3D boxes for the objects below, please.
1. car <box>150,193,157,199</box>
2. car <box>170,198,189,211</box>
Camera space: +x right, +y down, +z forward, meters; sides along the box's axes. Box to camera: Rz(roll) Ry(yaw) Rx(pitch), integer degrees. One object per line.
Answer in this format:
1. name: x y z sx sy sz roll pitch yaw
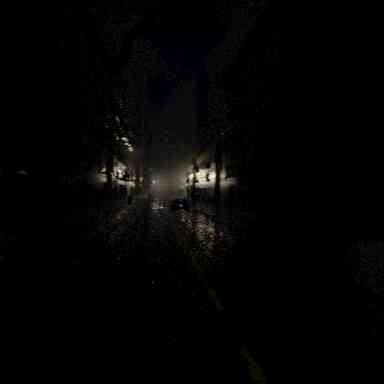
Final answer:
1. car: -9.924 0.890 85.369 1.882 1.535 5.008 2 0 -7
2. car: -1.425 1.414 38.065 1.994 1.385 4.181 2 0 -6
